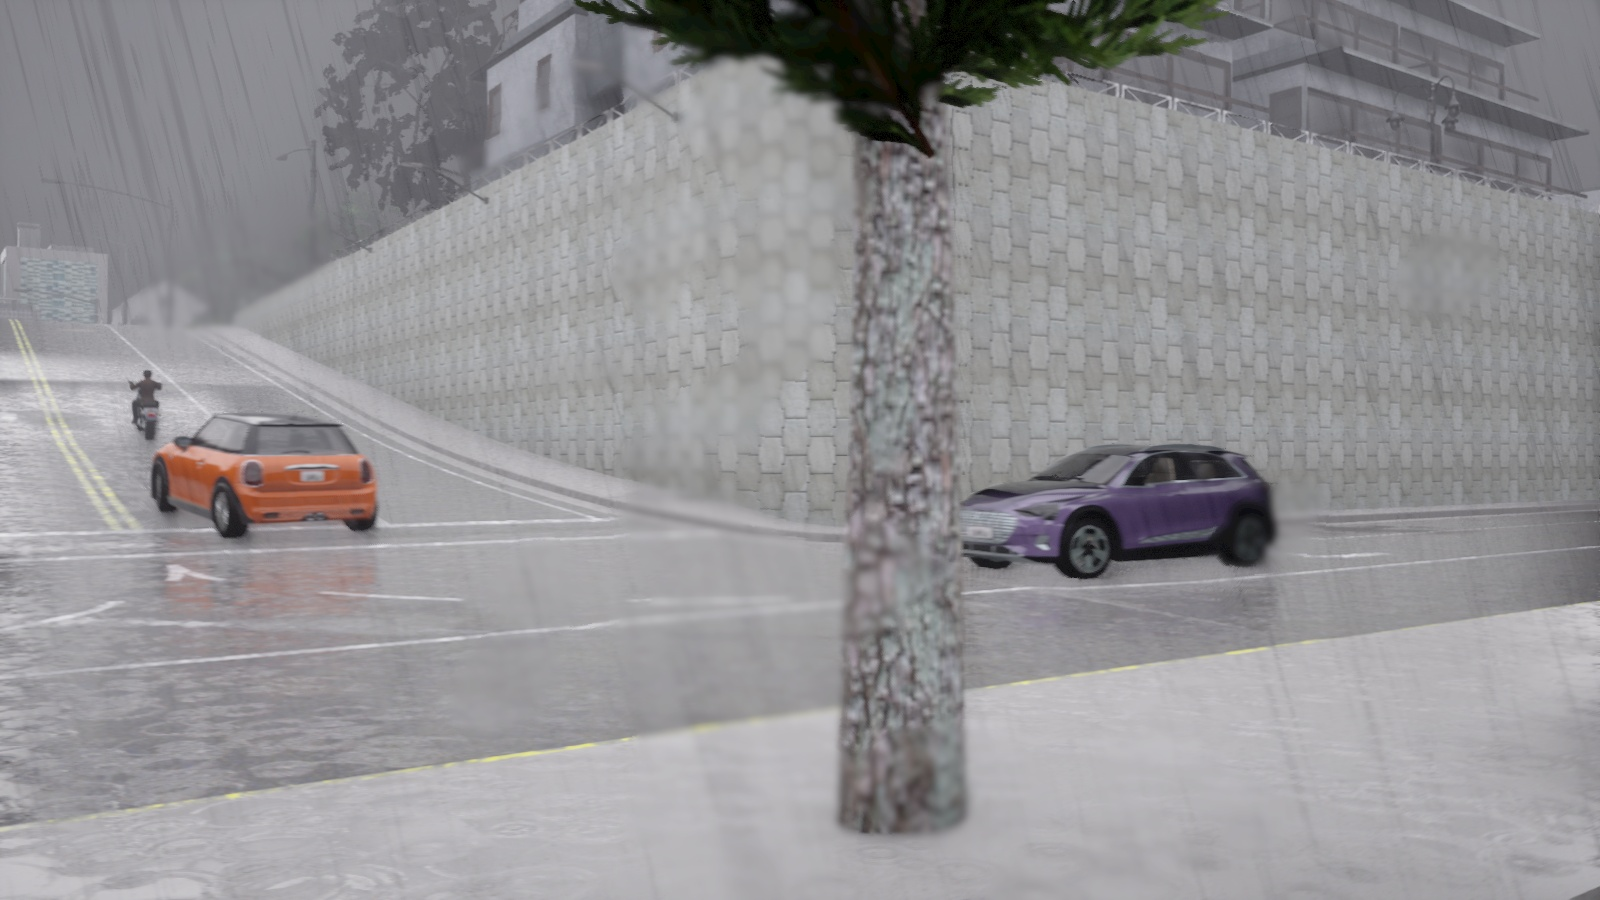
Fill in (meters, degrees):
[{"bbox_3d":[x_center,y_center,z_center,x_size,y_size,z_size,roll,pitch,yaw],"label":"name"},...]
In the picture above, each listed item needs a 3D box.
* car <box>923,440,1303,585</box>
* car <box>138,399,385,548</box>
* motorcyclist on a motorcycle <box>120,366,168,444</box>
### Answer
[{"bbox_3d":[4.163,0.706,16.437,4.856,1.649,2.033,0,0,-32],"label":"car"},{"bbox_3d":[-8.287,0.234,19.085,2.097,1.767,4.553,-1,5,-42],"label":"car"},{"bbox_3d":[-15.936,-1.111,30.467,0.766,1.649,2.350,0,8,-34],"label":"motorcyclist on a motorcycle"}]
